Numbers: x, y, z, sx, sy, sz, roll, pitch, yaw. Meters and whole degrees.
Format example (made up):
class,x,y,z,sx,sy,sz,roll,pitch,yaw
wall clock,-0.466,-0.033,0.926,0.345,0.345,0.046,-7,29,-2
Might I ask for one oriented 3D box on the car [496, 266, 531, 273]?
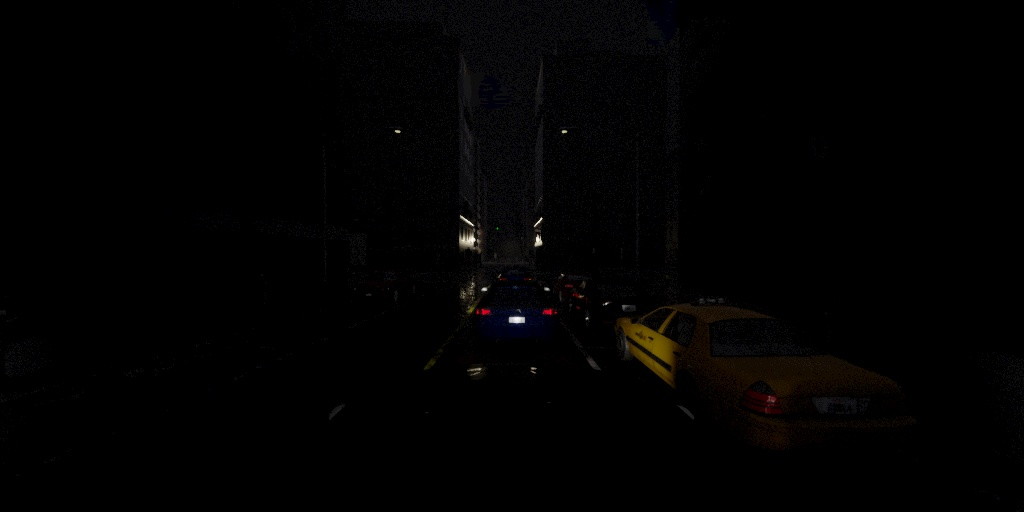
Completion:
class,x,y,z,sx,sy,sz,roll,pitch,yaw
car,0.103,1.270,19.551,1.812,1.442,4.674,0,0,-2

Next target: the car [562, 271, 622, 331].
class,x,y,z,sx,sy,sz,roll,pitch,yaw
car,2.874,1.313,10.851,1.948,1.339,4.313,0,0,0

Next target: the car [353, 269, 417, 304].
class,x,y,z,sx,sy,sz,roll,pitch,yaw
car,-5.670,1.290,16.434,1.888,1.381,4.507,0,0,0

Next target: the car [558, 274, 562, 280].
class,x,y,z,sx,sy,sz,roll,pitch,yaw
car,2.875,1.327,16.436,1.802,1.307,4.207,0,0,0

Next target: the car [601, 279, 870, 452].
class,x,y,z,sx,sy,sz,roll,pitch,yaw
car,2.874,1.274,5.434,1.751,1.417,4.829,0,0,0

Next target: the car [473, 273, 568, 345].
class,x,y,z,sx,sy,sz,roll,pitch,yaw
car,0.100,1.312,9.535,1.994,1.385,4.181,0,0,0
